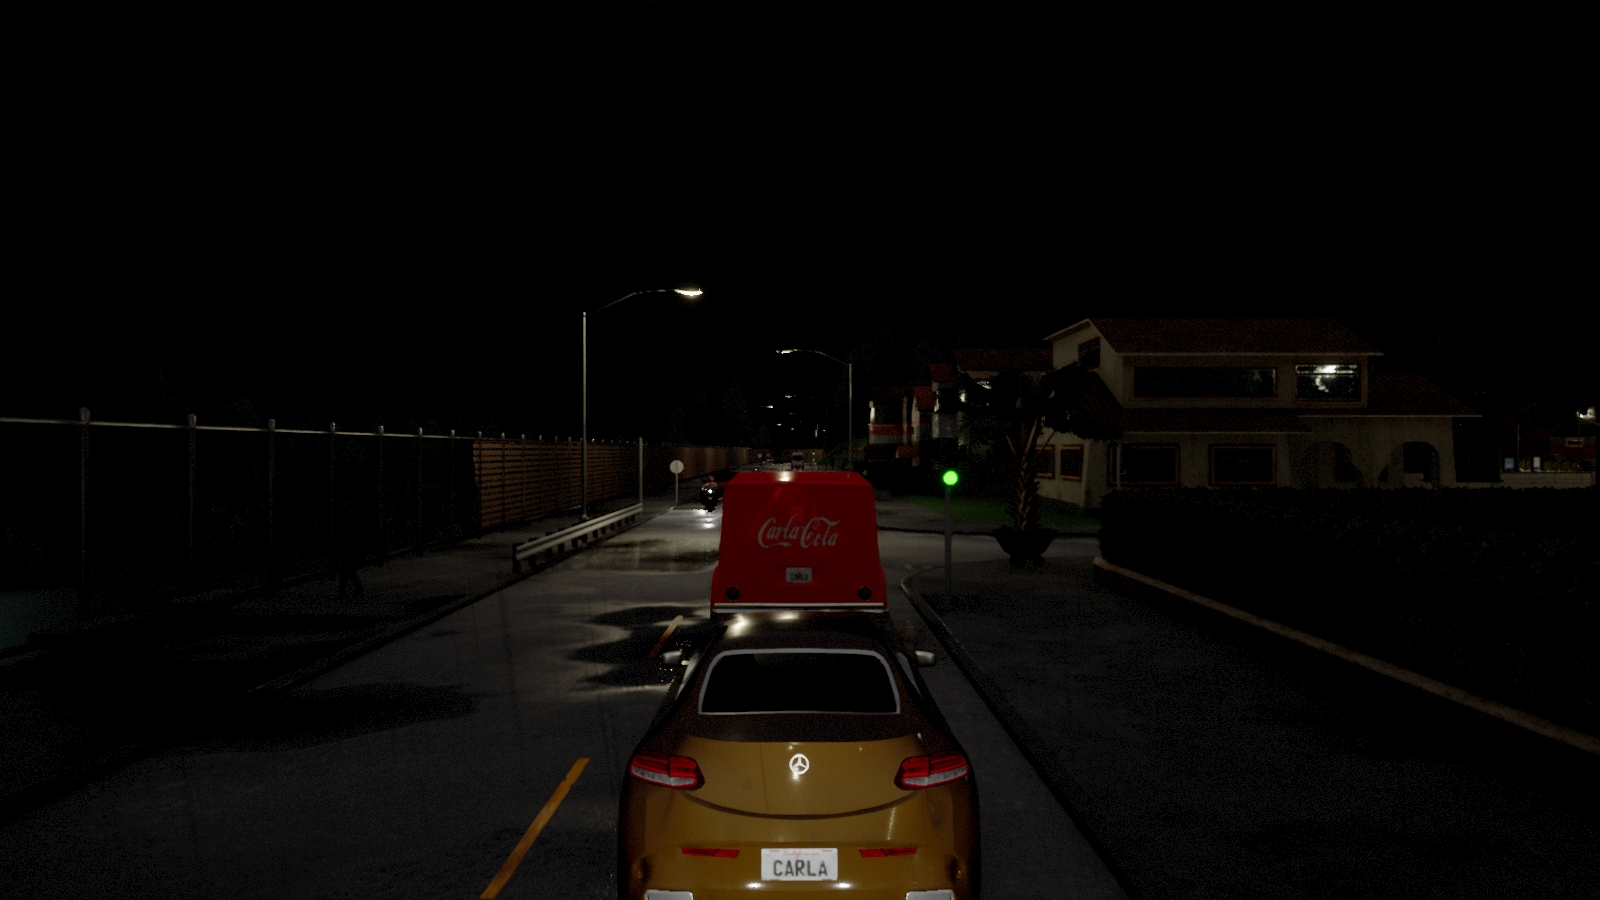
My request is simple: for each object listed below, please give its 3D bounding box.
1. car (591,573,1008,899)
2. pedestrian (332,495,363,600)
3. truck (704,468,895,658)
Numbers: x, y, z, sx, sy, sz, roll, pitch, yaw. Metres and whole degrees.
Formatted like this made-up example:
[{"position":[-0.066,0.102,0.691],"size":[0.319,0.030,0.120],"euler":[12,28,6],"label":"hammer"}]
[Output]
[{"position":[-0.009,1.999,8.407],"size":[2.152,1.651,5.027],"euler":[0,0,0],"label":"car"},{"position":[-8.226,1.760,20.761],"size":[0.375,1.860,0.375],"euler":[0,0,12],"label":"pedestrian"},{"position":[-0.024,1.592,18.306],"size":[2.627,2.467,5.204],"euler":[0,1,0],"label":"truck"}]
